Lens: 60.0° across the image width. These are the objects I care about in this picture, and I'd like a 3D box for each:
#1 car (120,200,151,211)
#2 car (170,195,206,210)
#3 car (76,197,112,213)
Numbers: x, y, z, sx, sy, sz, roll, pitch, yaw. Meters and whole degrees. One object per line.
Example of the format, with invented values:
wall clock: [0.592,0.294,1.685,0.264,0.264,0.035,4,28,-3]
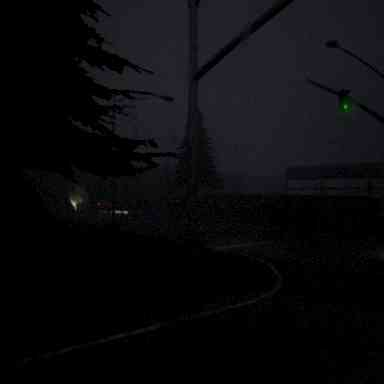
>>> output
car: [-7.107,1.661,42.149,1.994,1.385,4.181,0,0,36]
car: [-0.421,1.357,44.526,5.566,2.045,2.150,0,-1,-41]
car: [-11.240,1.414,38.087,4.553,1.767,2.097,0,0,37]
